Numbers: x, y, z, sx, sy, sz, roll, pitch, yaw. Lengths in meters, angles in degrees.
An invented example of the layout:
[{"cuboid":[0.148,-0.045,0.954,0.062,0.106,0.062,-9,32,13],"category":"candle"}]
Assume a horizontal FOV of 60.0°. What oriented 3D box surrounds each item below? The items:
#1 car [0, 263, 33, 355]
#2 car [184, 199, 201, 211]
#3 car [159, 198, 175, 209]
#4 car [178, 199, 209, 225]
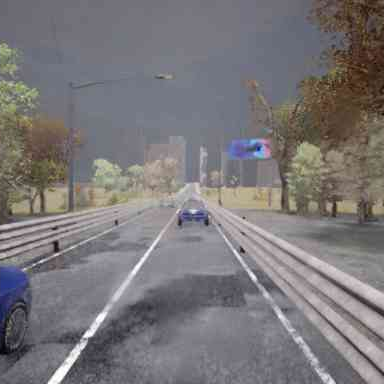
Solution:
[{"cuboid":[-3.350,1.526,3.375,1.812,1.442,4.674,0,0,0],"category":"car"},{"cuboid":[0.067,1.596,42.650,1.994,1.385,4.181,0,0,0],"category":"car"},{"cuboid":[-3.368,1.525,45.527,2.128,1.511,4.902,0,0,0],"category":"car"},{"cuboid":[0.090,1.369,24.350,2.097,1.767,4.553,0,0,0],"category":"car"}]
